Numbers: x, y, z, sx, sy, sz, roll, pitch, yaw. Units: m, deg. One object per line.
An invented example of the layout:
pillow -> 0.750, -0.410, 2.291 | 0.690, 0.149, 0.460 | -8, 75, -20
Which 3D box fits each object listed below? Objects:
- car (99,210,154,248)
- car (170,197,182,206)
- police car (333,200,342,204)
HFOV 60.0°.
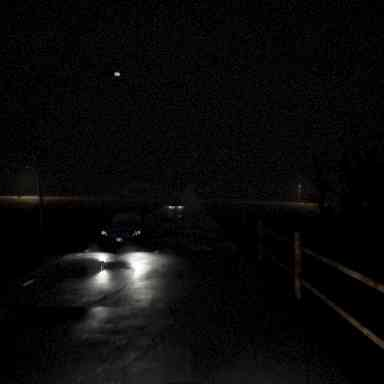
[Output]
car -> -2.851, 1.602, 15.300 | 1.812, 1.442, 4.674 | 0, 0, 0
car -> -2.802, 1.689, 57.939 | 1.837, 1.490, 4.892 | 0, 0, 1
police car -> 38.984, 2.322, 85.346 | 5.238, 1.638, 1.930 | 1, 1, 0
